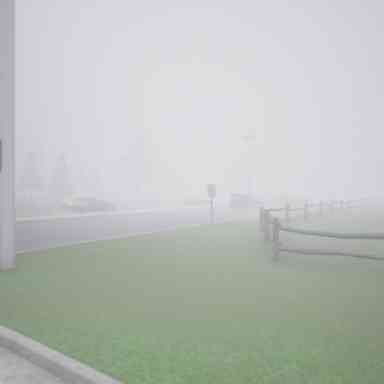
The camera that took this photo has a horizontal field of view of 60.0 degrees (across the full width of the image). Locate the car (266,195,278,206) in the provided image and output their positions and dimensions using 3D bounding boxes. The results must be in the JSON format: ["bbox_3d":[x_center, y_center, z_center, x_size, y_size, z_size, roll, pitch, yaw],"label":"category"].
[{"bbox_3d":[11.995,1.549,54.642,1.994,1.385,4.181,0,0,36],"label":"car"}]

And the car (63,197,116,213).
[{"bbox_3d":[-10.749,1.527,36.215,2.033,1.411,5.357,0,0,35],"label":"car"}]

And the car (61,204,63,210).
[{"bbox_3d":[-13.019,1.329,39.082,2.097,1.767,4.553,0,0,35],"label":"car"}]

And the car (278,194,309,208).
[{"bbox_3d":[13.795,1.468,44.953,1.882,1.535,5.008,0,0,35],"label":"car"}]

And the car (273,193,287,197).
[{"bbox_3d":[16.495,1.207,60.919,2.150,2.045,5.566,0,0,36],"label":"car"}]

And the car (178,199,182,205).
[{"bbox_3d":[-0.415,1.471,57.182,2.128,1.511,4.902,0,0,35],"label":"car"}]

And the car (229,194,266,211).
[{"bbox_3d":[6.601,1.209,40.734,2.150,2.045,5.566,0,0,35],"label":"car"}]

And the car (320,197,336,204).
[{"bbox_3d":[24.483,1.554,59.814,1.994,1.385,4.181,0,0,36],"label":"car"}]

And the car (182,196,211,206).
[{"bbox_3d":[1.034,1.581,53.175,1.895,1.301,4.718,0,0,35],"label":"car"}]

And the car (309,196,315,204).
[{"bbox_3d":[21.065,1.490,61.067,1.837,1.490,4.892,0,-1,36],"label":"car"}]
